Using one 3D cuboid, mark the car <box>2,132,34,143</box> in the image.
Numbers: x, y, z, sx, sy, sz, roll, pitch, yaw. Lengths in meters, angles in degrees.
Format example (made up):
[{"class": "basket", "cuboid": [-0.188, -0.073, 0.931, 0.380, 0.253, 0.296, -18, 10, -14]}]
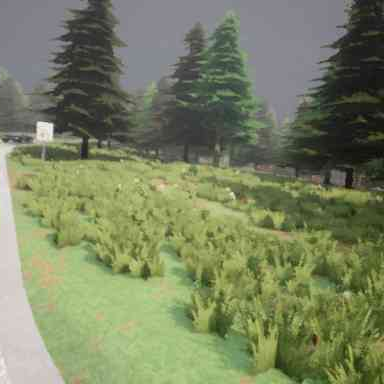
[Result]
[{"class": "car", "cuboid": [-19.548, -6.106, 37.609, 1.895, 1.301, 4.718, 5, 9, -8]}]
